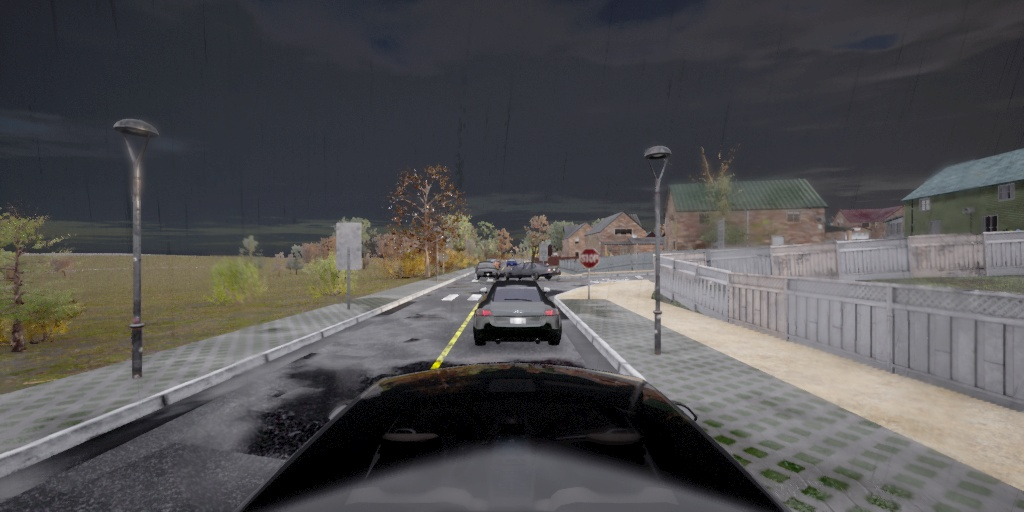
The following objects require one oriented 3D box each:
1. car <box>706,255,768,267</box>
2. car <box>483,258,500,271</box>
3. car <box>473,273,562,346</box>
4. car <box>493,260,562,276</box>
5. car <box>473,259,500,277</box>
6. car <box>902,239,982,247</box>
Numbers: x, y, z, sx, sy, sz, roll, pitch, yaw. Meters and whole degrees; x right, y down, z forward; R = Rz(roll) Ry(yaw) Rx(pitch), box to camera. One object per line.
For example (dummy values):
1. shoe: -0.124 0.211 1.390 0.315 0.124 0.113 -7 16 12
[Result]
1. car: 14.370 0.413 22.855 4.181 1.385 1.994 -3 0 16
2. car: -2.887 1.121 51.194 2.097 1.767 4.553 0 0 1
3. car: 0.096 1.313 9.453 1.994 1.385 4.181 0 0 -1
4. car: 1.315 1.198 28.468 5.357 1.411 2.033 -4 -3 43
5. car: -2.274 1.258 31.377 1.837 1.490 4.892 0 0 -8
6. car: 23.873 -0.208 20.441 4.902 1.511 2.128 -3 0 14
